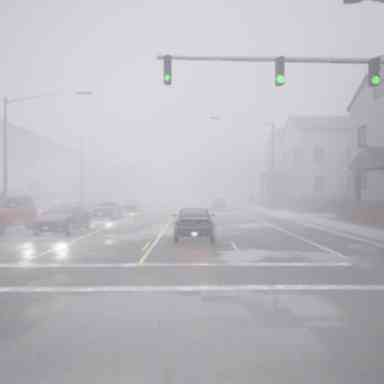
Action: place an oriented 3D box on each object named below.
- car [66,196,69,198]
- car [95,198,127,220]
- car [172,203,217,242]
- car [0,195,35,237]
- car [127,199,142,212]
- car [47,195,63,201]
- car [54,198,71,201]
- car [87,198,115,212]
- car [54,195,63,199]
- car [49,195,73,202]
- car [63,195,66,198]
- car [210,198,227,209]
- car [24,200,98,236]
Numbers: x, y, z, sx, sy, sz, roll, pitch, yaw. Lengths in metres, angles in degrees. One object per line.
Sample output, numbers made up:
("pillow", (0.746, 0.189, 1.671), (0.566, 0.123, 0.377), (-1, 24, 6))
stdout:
("car", (-29.012, 1.249, 73.667), (1.853, 1.218, 4.536), (0, 0, 29))
("car", (-7.097, 1.484, 28.097), (1.837, 1.490, 4.892), (0, 0, 0))
("car", (0.097, 1.490, 16.276), (1.837, 1.490, 4.892), (0, 0, 0))
("car", (-10.605, 1.208, 18.426), (2.150, 2.045, 5.566), (0, 0, 0))
("car", (-7.048, 1.520, 38.508), (2.033, 1.411, 5.357), (0, 0, 1))
("car", (-28.227, 1.252, 68.388), (1.853, 1.218, 4.536), (0, 0, -36))
("car", (-10.594, 1.527, 28.673), (2.033, 1.411, 5.357), (0, 0, 0))
("car", (-10.543, 1.478, 38.864), (1.837, 1.490, 4.892), (0, 0, 0))
("car", (-28.184, 1.413, 63.738), (2.038, 1.542, 4.974), (0, 0, 44))
("car", (-28.987, 1.406, 73.713), (2.038, 1.542, 4.974), (0, 0, 29))
("car", (-28.196, 1.410, 68.346), (2.038, 1.542, 4.974), (0, 0, -36))
("car", (3.500, 1.515, 43.830), (2.033, 1.411, 5.357), (0, 0, 0))
("car", (-7.103, 1.463, 18.642), (1.882, 1.535, 5.008), (0, 0, 0))
